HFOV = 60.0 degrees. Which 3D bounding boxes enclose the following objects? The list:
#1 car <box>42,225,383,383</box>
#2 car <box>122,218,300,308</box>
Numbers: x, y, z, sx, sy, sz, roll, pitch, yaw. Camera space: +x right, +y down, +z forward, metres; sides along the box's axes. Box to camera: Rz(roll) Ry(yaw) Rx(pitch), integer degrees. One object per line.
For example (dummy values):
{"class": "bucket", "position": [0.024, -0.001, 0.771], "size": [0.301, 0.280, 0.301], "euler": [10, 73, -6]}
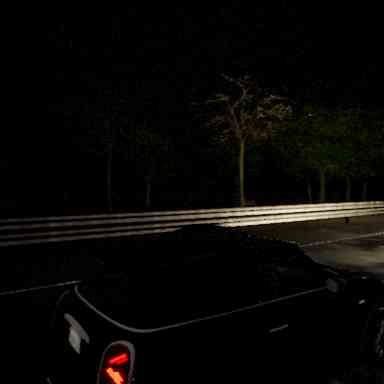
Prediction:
{"class": "car", "position": [0.672, 1.338, 4.225], "size": [4.553, 1.767, 2.097], "euler": [0, 0, -36]}
{"class": "car", "position": [0.584, 1.538, 8.459], "size": [4.181, 1.385, 1.994], "euler": [0, 0, -36]}
